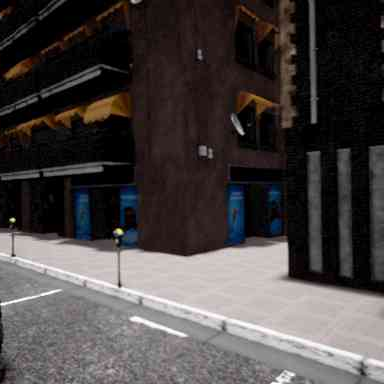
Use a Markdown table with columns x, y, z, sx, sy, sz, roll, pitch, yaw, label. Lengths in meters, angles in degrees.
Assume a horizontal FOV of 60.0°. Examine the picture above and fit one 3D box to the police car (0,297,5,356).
| x | y | z | sx | sy | sz | roll | pitch | yaw | label |
| --- | --- | --- | --- | --- | --- | --- | --- | --- | --- |
| -4.591 | 1.474 | 4.902 | 5.238 | 1.638 | 1.930 | -1 | 1 | 41 | police car |
